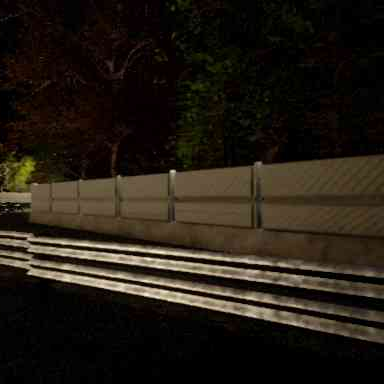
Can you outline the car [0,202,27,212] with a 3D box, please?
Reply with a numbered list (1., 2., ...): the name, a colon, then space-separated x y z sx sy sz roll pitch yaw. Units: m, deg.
1. car: -27.564 2.269 51.111 1.837 1.490 4.892 -2 -1 9
